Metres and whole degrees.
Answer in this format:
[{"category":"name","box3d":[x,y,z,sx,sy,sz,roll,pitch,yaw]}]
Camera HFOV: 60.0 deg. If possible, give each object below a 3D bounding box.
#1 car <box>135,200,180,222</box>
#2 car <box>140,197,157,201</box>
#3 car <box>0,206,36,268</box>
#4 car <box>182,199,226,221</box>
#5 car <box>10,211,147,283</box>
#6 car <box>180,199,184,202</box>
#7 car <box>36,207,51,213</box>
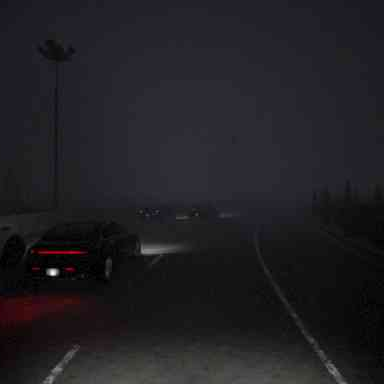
[{"category":"car","box3d":[-2.821,1.643,28.015,1.812,1.442,4.674,0,0,16]},{"category":"car","box3d":[-7.215,1.637,53.491,2.097,1.767,4.553,0,0,29]},{"category":"car","box3d":[-6.542,1.254,8.379,2.150,2.045,5.566,0,0,4]},{"category":"car","box3d":[1.119,1.603,28.863,2.128,1.511,4.902,0,0,18]},{"category":"car","box3d":[-2.881,1.543,9.814,1.837,1.490,4.892,0,0,5]},{"category":"car","box3d":[-1.426,1.844,56.371,1.994,1.385,4.181,-1,0,32]},{"category":"car","box3d":[-11.678,1.654,22.681,2.033,1.411,5.357,0,0,13]}]
